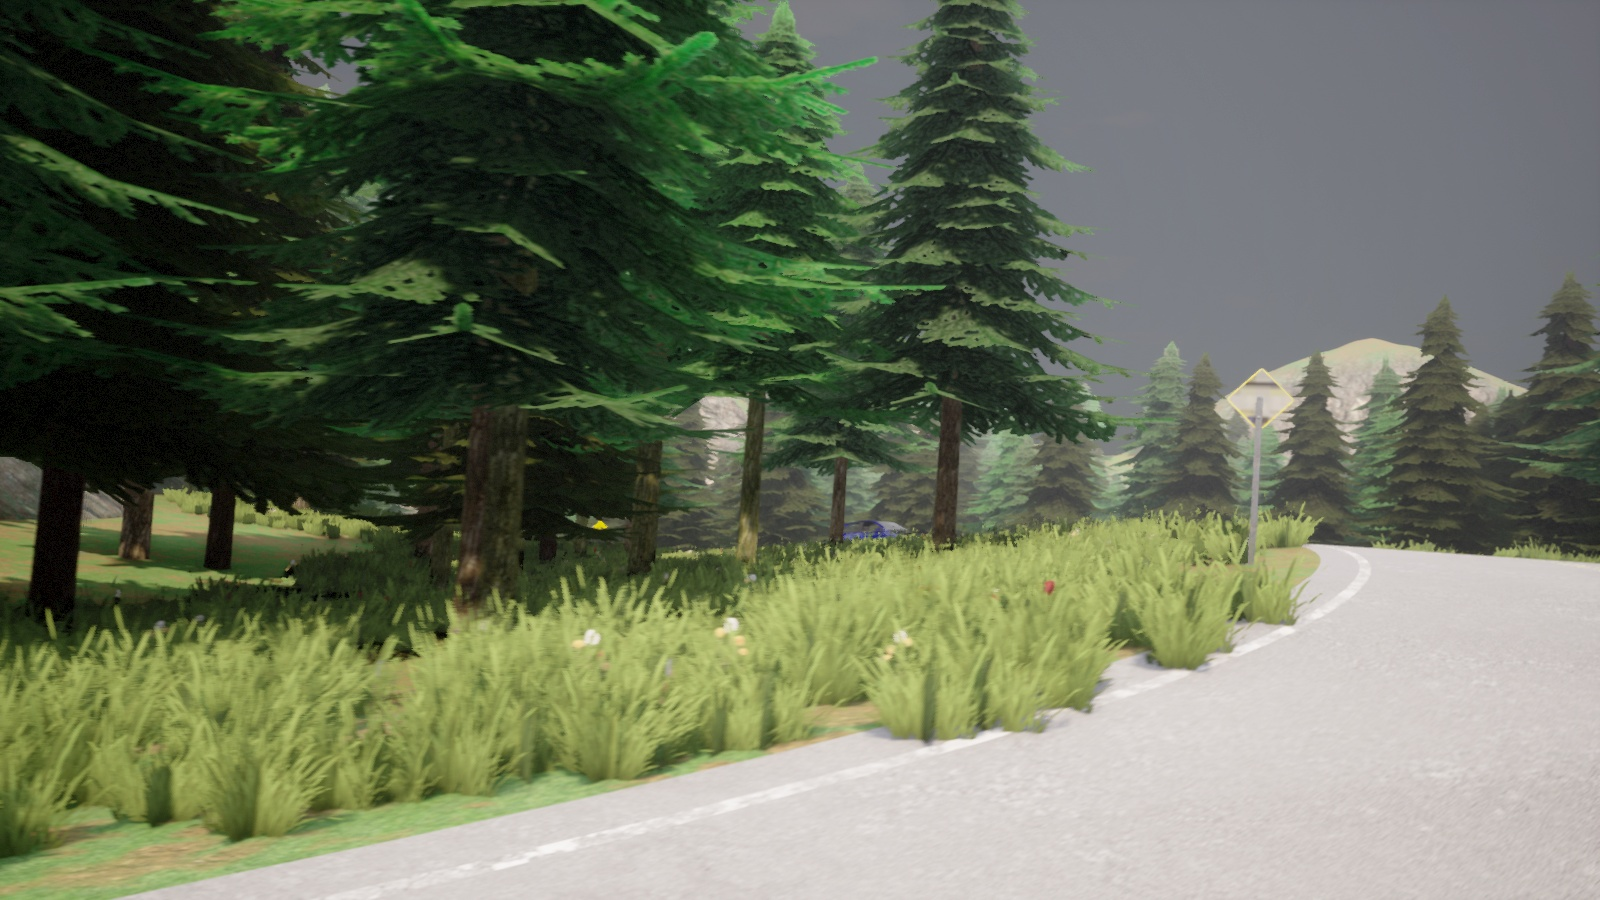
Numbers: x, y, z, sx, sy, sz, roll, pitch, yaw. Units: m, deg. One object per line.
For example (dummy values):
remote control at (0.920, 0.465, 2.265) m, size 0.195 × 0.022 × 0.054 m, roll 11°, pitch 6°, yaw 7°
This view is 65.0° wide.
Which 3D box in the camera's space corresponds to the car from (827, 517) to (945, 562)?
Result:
car at (3.143, 3.337, 46.512) m, size 1.816 × 1.474 × 4.193 m, roll 7°, pitch -9°, yaw -44°
